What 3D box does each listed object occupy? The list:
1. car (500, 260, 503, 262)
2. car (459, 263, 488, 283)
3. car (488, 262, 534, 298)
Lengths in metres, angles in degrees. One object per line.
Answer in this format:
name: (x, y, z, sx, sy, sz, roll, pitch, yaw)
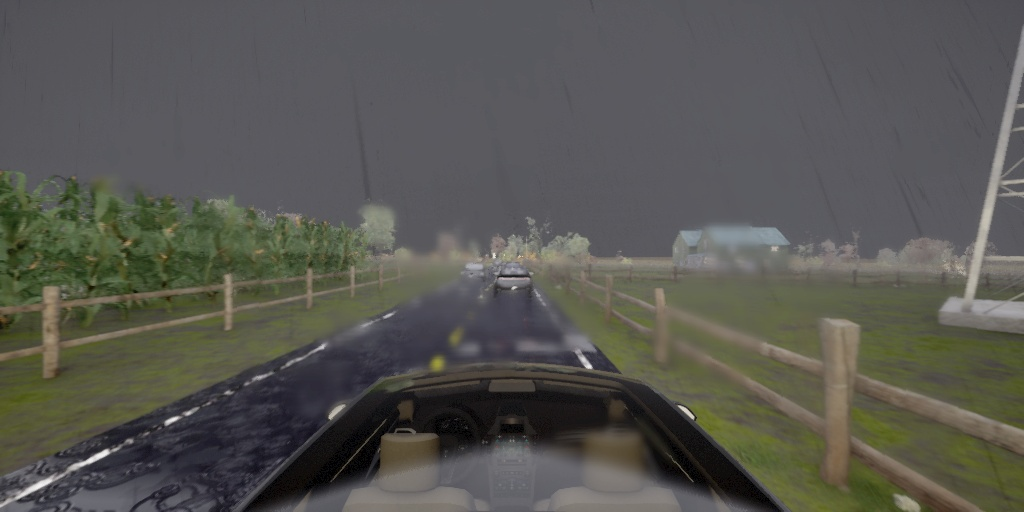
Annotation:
car: (0.089, 1.304, 37.080, 2.033, 1.411, 5.357, 0, 0, 0)
car: (-2.854, 1.276, 28.258, 1.812, 1.442, 4.674, 0, 0, 0)
car: (0.097, 1.239, 18.408, 2.128, 1.511, 4.902, 0, 0, 0)
